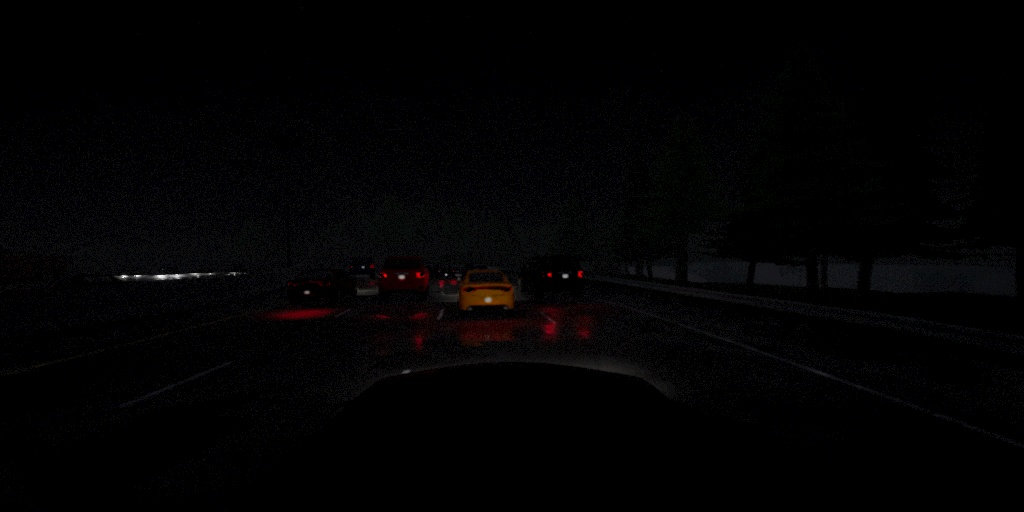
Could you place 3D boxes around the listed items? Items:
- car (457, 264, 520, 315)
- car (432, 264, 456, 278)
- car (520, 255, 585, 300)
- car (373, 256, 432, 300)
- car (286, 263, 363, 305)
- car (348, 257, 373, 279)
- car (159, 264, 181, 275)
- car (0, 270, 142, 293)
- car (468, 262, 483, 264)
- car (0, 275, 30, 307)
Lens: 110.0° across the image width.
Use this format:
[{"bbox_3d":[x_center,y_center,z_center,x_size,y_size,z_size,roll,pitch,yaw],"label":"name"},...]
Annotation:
[{"bbox_3d":[-1.083,1.245,13.859,1.882,1.535,5.008,0,0,-8],"label":"car"},{"bbox_3d":[-6.810,1.427,34.495,1.895,1.301,4.718,0,0,-23],"label":"car"},{"bbox_3d":[1.798,0.971,18.085,2.150,2.045,5.566,0,0,-11],"label":"car"},{"bbox_3d":[-5.366,1.024,18.284,2.150,2.045,5.566,0,0,-12],"label":"car"},{"bbox_3d":[-8.676,1.304,16.775,1.882,1.535,5.008,0,0,-11],"label":"car"},{"bbox_3d":[-14.349,1.104,34.367,2.150,2.045,5.566,0,0,-24],"label":"car"},{"bbox_3d":[-44.326,1.725,46.436,4.718,1.301,1.895,0,0,44],"label":"car"},{"bbox_3d":[-19.299,1.506,15.863,1.895,1.301,4.718,0,0,-13],"label":"car"},{"bbox_3d":[-3.727,1.330,36.015,1.812,1.442,4.674,0,0,-23],"label":"car"},{"bbox_3d":[-22.419,1.528,13.832,1.895,1.301,4.718,0,0,-12],"label":"car"}]
